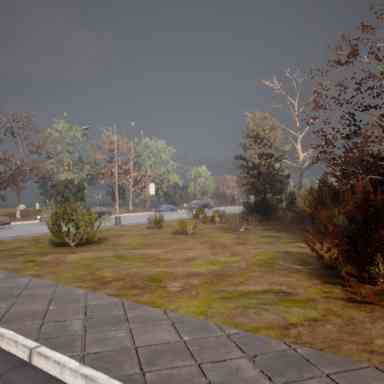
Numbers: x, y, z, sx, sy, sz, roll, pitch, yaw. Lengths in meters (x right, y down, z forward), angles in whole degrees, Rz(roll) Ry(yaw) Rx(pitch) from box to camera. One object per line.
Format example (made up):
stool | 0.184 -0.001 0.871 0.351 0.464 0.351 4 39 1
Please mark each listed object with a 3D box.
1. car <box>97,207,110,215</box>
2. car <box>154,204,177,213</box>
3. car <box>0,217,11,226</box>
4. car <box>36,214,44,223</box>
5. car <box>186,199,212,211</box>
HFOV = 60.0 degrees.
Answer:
car | -11.007 2.359 36.079 2.128 1.511 4.902 -3 -2 32
car | -4.248 2.693 53.292 1.994 1.385 4.181 -3 -2 33
car | -17.364 2.394 26.350 2.033 1.411 5.357 -3 -2 34
car | -14.733 2.511 36.741 2.128 1.511 4.902 -3 -2 33
car | 1.220 2.234 55.371 2.150 2.045 5.566 -3 -2 32
